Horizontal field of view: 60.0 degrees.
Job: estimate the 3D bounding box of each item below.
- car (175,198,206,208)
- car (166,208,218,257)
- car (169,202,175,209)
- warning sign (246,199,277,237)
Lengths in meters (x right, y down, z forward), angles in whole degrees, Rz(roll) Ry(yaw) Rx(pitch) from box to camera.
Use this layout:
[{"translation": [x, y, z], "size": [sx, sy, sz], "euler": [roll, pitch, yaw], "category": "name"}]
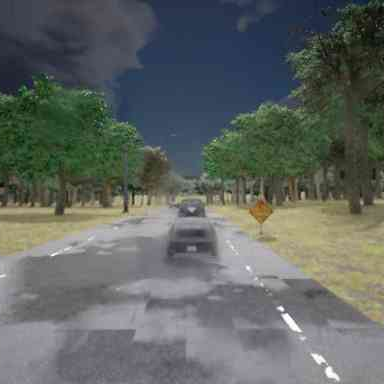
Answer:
[{"translation": [-0.004, 1.530, 27.625], "size": [2.150, 2.045, 5.566], "euler": [0, -1, 0], "category": "car"}, {"translation": [0.012, 1.647, 13.514], "size": [1.837, 1.490, 4.892], "euler": [0, 0, 0], "category": "car"}, {"translation": [-3.547, 2.581, 65.284], "size": [2.033, 1.411, 5.357], "euler": [0, -1, 0], "category": "car"}, {"translation": [3.527, 1.292, 17.016], "size": [1.300, 1.860, 1.060], "euler": [-1, -1, 0], "category": "warning sign"}]
